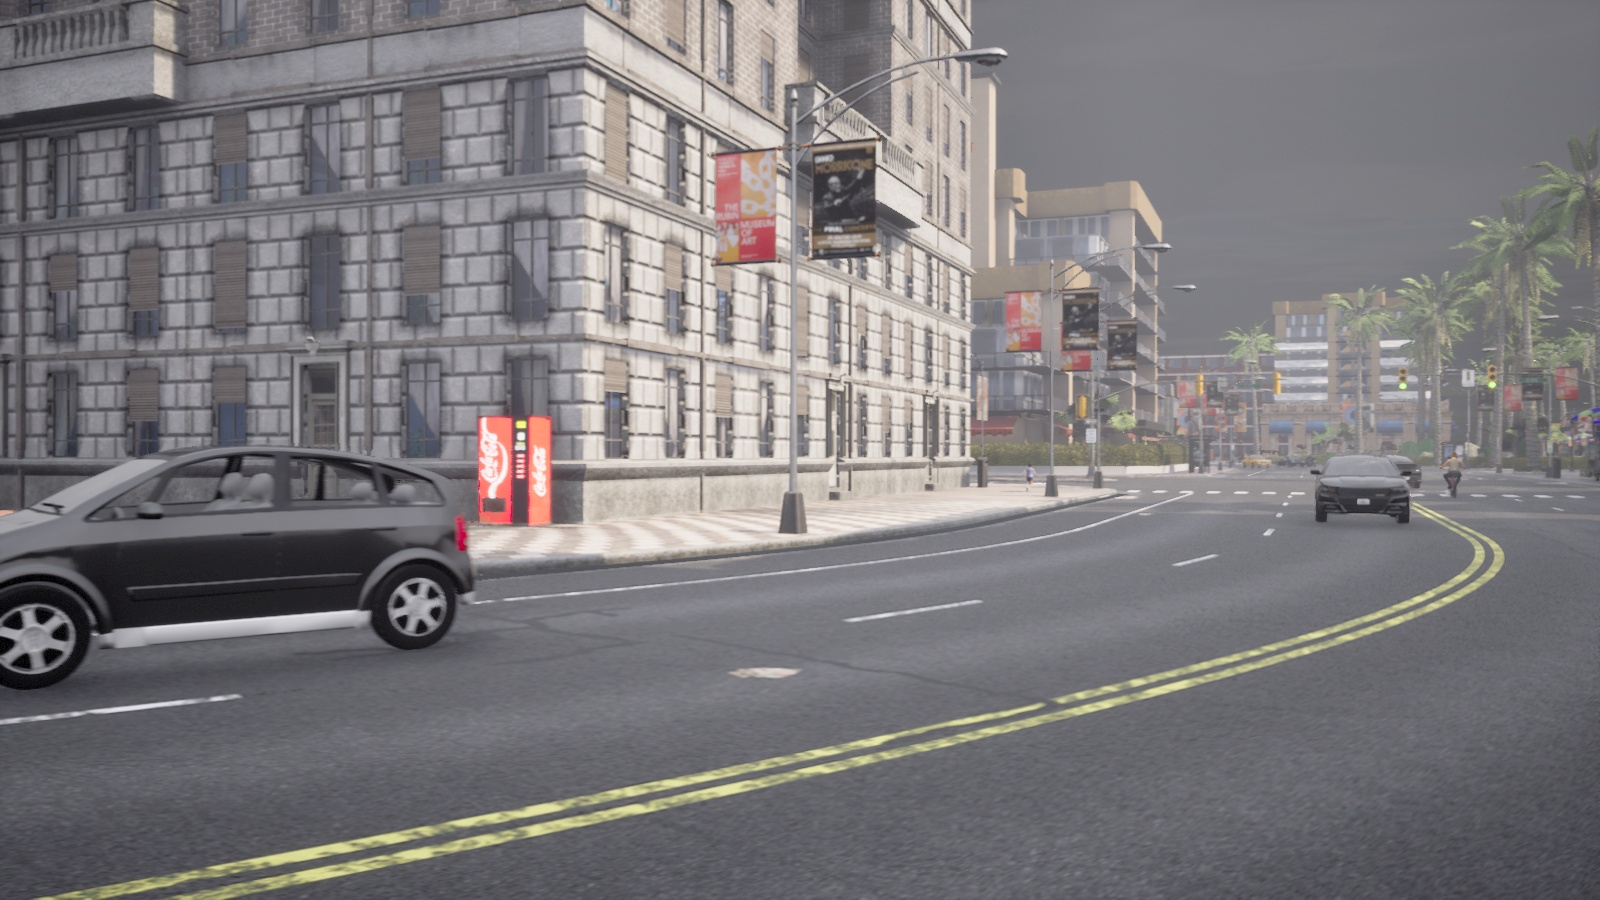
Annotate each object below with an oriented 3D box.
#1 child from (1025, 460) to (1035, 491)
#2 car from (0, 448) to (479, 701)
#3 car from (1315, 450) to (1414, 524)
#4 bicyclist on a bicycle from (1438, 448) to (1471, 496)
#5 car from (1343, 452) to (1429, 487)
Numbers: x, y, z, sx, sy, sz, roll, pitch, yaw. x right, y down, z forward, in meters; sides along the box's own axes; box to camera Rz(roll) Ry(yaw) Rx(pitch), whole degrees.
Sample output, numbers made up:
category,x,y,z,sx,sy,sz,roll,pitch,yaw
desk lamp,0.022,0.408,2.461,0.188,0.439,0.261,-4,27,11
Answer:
category,x,y,z,sx,sy,sz,roll,pitch,yaw
child,8.116,0.895,44.312,0.255,1.110,0.394,0,0,30
car,-4.475,0.763,9.197,3.705,1.549,1.789,0,0,-41
car,12.804,0.777,28.706,1.882,1.535,5.008,0,0,22
bicyclist on a bicycle,22.647,0.756,43.471,0.866,1.612,1.509,0,0,23
car,26.524,0.855,57.045,1.837,1.490,4.892,0,0,3
